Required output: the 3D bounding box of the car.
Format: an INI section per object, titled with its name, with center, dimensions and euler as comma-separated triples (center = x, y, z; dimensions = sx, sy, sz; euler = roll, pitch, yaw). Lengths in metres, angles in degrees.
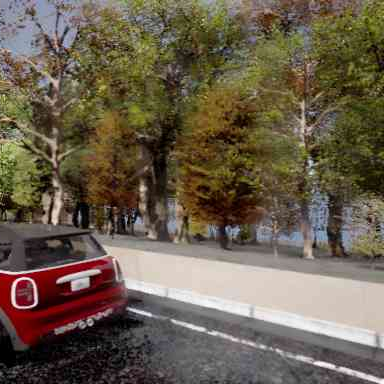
[car]
center = -3.354, 1.362, 6.074
dimensions = 4.553, 1.767, 2.097
euler = 0, 0, 35
